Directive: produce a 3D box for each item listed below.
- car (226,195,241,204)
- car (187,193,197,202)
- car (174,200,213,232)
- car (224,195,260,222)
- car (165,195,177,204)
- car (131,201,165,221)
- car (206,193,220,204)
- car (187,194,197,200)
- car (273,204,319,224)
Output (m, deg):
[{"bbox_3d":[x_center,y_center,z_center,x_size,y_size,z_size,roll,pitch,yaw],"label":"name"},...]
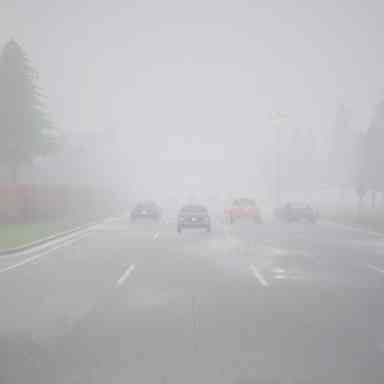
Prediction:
[{"bbox_3d":[7.000,1.225,56.273,1.994,1.385,4.181,0,0,0],"label":"car"},{"bbox_3d":[0.000,1.087,65.215,1.882,1.535,5.008,0,0,0],"label":"car"},{"bbox_3d":[0.100,1.430,19.374,2.033,1.411,5.357,0,0,0],"label":"car"},{"bbox_3d":[3.600,1.204,24.479,2.097,1.767,4.553,0,0,0],"label":"car"},{"bbox_3d":[-3.500,1.218,54.796,2.033,1.411,5.357,0,0,0],"label":"car"},{"bbox_3d":[-3.401,1.410,25.436,1.994,1.385,4.181,0,0,0],"label":"car"},{"bbox_3d":[3.500,1.020,55.181,2.097,1.767,4.553,0,0,0],"label":"car"},{"bbox_3d":[0.000,1.218,54.796,2.033,1.411,5.357,0,0,0],"label":"car"},{"bbox_3d":[7.099,1.460,23.240,1.895,1.301,4.718,0,0,0],"label":"car"}]
